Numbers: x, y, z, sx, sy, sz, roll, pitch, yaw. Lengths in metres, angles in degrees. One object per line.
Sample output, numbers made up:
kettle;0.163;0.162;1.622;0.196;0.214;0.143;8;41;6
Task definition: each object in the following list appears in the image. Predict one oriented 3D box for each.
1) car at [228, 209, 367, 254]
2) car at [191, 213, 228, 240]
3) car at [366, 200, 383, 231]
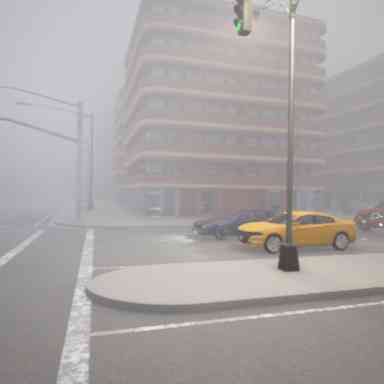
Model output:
car;4.290;1.524;13.612;5.008;1.535;1.882;1;0;-18
car;2.732;1.568;16.791;5.357;1.411;2.033;1;0;-17
car;12.463;1.384;19.829;5.566;2.045;2.150;1;0;-18
